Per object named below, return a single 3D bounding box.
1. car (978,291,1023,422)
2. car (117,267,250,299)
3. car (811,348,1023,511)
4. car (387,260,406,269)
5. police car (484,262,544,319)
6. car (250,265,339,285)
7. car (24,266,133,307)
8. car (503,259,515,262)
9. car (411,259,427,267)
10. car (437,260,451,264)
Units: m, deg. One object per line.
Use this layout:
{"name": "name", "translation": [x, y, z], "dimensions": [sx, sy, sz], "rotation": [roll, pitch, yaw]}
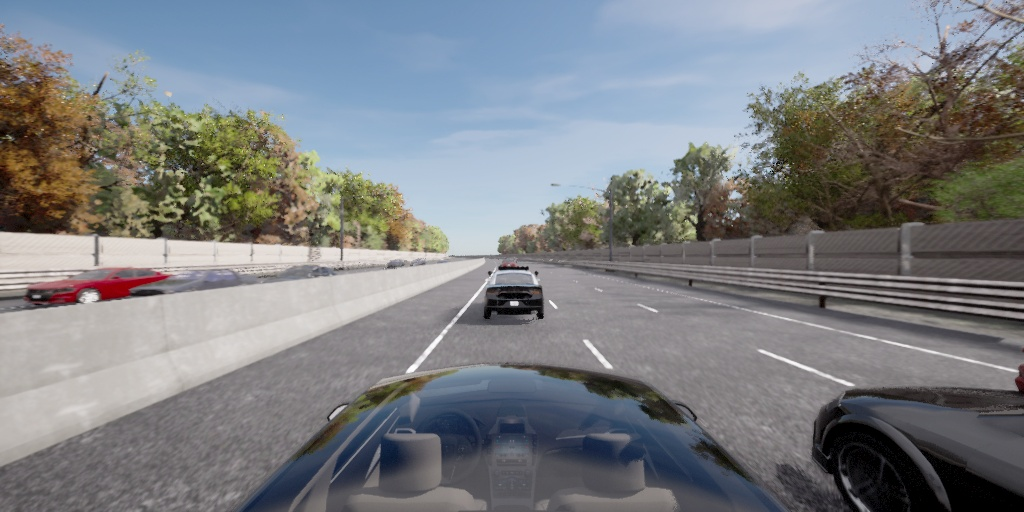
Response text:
{"name": "car", "translation": [7.092, 1.226, 2.227], "dimensions": [1.882, 1.535, 5.008], "rotation": [0, 0, 0]}
{"name": "car", "translation": [-14.172, 1.304, 16.537], "dimensions": [2.033, 1.411, 5.357], "rotation": [0, 0, 0]}
{"name": "car", "translation": [3.591, 1.313, 1.359], "dimensions": [1.994, 1.385, 4.181], "rotation": [0, 0, 0]}
{"name": "car", "translation": [-18.438, 1.328, 57.222], "dimensions": [1.994, 1.385, 4.181], "rotation": [0, 0, -1]}
{"name": "police car", "translation": [0.053, 1.179, 13.018], "dimensions": [1.930, 1.638, 5.238], "rotation": [0, 0, 0]}
{"name": "car", "translation": [-10.693, 1.261, 18.477], "dimensions": [1.837, 1.490, 4.892], "rotation": [0, 0, -1]}
{"name": "car", "translation": [-17.668, 1.234, 15.803], "dimensions": [1.882, 1.535, 5.008], "rotation": [0, 0, 0]}
{"name": "car", "translation": [-0.402, 1.117, 43.057], "dimensions": [2.097, 1.767, 4.553], "rotation": [0, 0, -1]}
{"name": "car", "translation": [-14.957, 1.256, 57.840], "dimensions": [2.128, 1.511, 4.902], "rotation": [0, 0, -1]}
{"name": "car", "translation": [-11.565, 1.331, 61.447], "dimensions": [1.994, 1.385, 4.181], "rotation": [0, 0, -1]}
